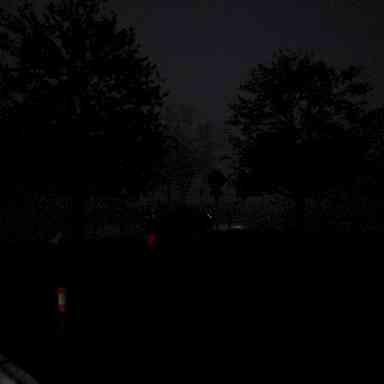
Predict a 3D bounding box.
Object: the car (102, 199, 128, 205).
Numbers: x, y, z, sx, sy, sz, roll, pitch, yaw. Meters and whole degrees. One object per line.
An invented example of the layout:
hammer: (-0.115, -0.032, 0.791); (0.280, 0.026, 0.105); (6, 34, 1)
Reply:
car: (-16.968, 1.952, 73.977); (5.566, 2.045, 2.435); (0, -1, -18)

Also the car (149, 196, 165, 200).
car: (-7.070, 2.021, 67.042); (1.812, 1.442, 4.674); (0, -1, -1)

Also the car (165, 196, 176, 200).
car: (-6.553, 2.000, 81.390); (5.566, 2.045, 2.435); (0, -2, -18)

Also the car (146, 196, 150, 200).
car: (-9.270, 1.879, 77.184); (2.150, 2.045, 5.566); (0, -2, -18)

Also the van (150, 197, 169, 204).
van: (-8.552, 2.221, 87.248); (4.442, 1.987, 1.878); (0, -2, -18)

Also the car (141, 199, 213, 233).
car: (-0.878, 1.574, 21.604); (4.553, 1.767, 2.097); (0, -1, -28)
